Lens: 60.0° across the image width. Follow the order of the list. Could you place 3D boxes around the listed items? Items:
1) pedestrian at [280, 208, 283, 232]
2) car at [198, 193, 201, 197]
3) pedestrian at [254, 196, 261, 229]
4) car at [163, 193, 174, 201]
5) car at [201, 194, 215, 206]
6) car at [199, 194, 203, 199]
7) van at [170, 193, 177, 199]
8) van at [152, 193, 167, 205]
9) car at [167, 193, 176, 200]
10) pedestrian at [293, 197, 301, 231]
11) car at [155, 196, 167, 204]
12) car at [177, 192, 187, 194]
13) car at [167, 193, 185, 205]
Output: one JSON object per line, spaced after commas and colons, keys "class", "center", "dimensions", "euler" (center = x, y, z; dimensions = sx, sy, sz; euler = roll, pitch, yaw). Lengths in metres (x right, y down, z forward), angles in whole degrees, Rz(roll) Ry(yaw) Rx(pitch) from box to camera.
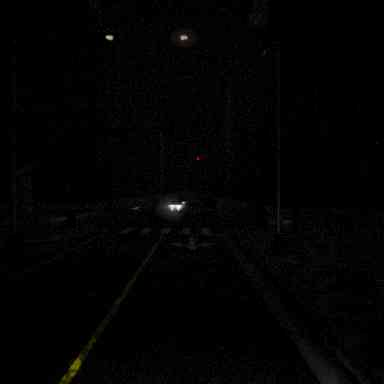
{"class": "pedestrian", "center": [4.638, 1.428, 17.501], "dimensions": [0.375, 1.300, 0.375], "euler": [0, 0, 0]}
{"class": "car", "center": [3.089, 1.412, 83.231], "dimensions": [1.887, 1.381, 4.507], "euler": [0, 0, 0]}
{"class": "pedestrian", "center": [3.637, 1.133, 18.702], "dimensions": [0.375, 1.860, 0.375], "euler": [0, 0, 0]}
{"class": "car", "center": [-5.473, 1.200, 77.637], "dimensions": [2.192, 1.841, 5.009], "euler": [0, 0, 0]}
{"class": "car", "center": [2.898, 1.504, 54.986], "dimensions": [1.947, 1.339, 4.313], "euler": [0, 0, 0]}
{"class": "car", "center": [3.012, 1.482, 71.933], "dimensions": [1.802, 1.307, 4.206], "euler": [0, 0, 0]}
{"class": "van", "center": [-5.358, 1.171, 94.583], "dimensions": [1.690, 1.788, 3.998], "euler": [0, 0, 0]}
{"class": "van", "center": [-5.626, 1.280, 55.042], "dimensions": [1.690, 1.788, 3.998], "euler": [0, 0, 0]}
{"class": "car", "center": [-5.397, 1.164, 88.934], "dimensions": [2.192, 1.841, 5.009], "euler": [0, 0, 0]}
{"class": "pedestrian", "center": [5.638, 1.175, 18.102], "dimensions": [0.375, 1.860, 0.375], "euler": [0, 0, 0]}
{"class": "car", "center": [-5.589, 1.509, 60.691], "dimensions": [1.802, 1.307, 4.206], "euler": [0, 0, 0]}
{"class": "car", "center": [-2.650, 1.374, 73.327], "dimensions": [1.882, 1.535, 5.008], "euler": [0, 0, 0]}
{"class": "car", "center": [-2.800, 1.424, 58.167], "dimensions": [2.128, 1.511, 4.902], "euler": [0, 0, 1]}
